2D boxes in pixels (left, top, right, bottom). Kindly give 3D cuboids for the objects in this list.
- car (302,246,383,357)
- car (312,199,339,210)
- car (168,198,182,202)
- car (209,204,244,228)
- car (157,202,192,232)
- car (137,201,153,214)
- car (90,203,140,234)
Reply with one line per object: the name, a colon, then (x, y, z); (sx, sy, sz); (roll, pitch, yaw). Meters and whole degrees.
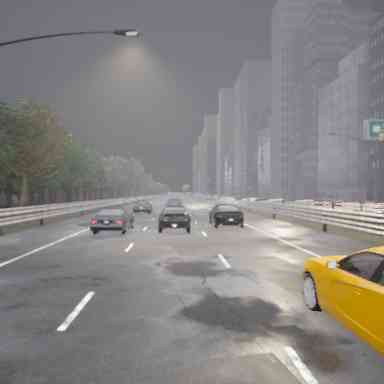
car: (3.248, 1.509, 4.801); (1.882, 1.535, 5.008); (0, 0, -3)
car: (19.525, 1.781, 48.460); (2.097, 1.767, 4.553); (0, 0, -21)
car: (-1.924, 1.491, 36.802); (2.097, 1.767, 4.553); (0, 0, -3)
car: (2.296, 1.575, 23.080); (1.882, 1.535, 5.008); (0, 0, -3)
car: (-1.083, 1.579, 20.663); (1.837, 1.490, 4.892); (0, 0, -3)
car: (-5.448, 1.690, 37.161); (1.994, 1.385, 4.181); (0, 0, -3)
car: (-4.528, 1.603, 19.533); (2.033, 1.411, 5.357); (0, 0, -3)
